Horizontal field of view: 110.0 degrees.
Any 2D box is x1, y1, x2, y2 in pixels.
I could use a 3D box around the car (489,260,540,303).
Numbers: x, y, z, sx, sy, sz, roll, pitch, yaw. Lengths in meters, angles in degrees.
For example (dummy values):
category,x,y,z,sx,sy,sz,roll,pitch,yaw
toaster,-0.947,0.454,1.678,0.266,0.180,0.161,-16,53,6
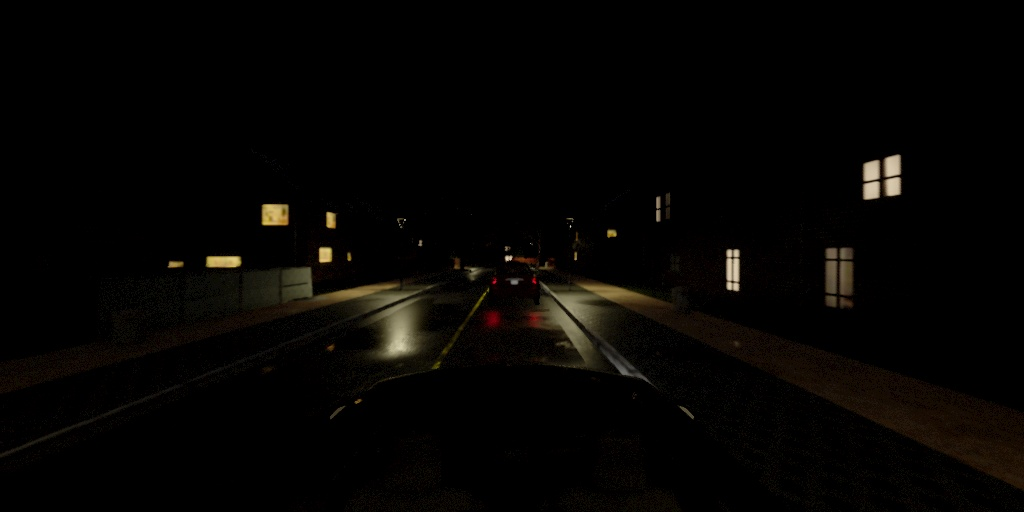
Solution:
category,x,y,z,sx,sy,sz,roll,pitch,yaw
car,0.098,1.048,16.259,2.097,1.767,4.553,0,0,0
